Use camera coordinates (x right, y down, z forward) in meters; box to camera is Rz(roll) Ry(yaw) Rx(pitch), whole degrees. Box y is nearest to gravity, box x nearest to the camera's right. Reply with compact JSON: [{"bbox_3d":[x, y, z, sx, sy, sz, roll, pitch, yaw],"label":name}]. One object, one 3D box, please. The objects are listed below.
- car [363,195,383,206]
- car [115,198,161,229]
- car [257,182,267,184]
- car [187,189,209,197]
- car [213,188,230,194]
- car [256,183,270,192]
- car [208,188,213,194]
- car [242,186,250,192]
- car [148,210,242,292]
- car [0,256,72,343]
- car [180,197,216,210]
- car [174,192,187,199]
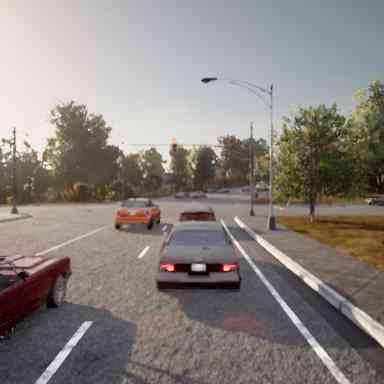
[{"bbox_3d":[23.658,1.024,40.786,4.718,1.301,1.895,-1,0,4],"label":"car"},{"bbox_3d":[-3.140,1.157,20.090,2.097,1.767,4.553,0,1,2],"label":"car"},{"bbox_3d":[20.016,-1.876,93.162,2.150,2.045,5.566,0,4,38],"label":"car"},{"bbox_3d":[1.288,0.679,65.832,1.994,1.385,4.181,0,2,21],"label":"car"},{"bbox_3d":[7.481,-0.158,79.740,1.895,1.301,4.718,0,4,26],"label":"car"},{"bbox_3d":[17.865,-0.736,83.772,1.895,1.301,4.718,0,4,33],"label":"car"},{"bbox_3d":[4.396,-0.173,81.395,1.895,1.301,4.718,0,4,26],"label":"car"},{"bbox_3d":[14.324,-0.750,84.697,2.128,1.511,4.902,0,4,33],"label":"car"},{"bbox_3d":[0.143,1.452,8.799,2.033,1.411,5.357,0,1,0],"label":"car"},{"bbox_3d":[-3.384,1.546,4.717,1.895,1.301,4.718,0,1,0],"label":"car"},{"bbox_3d":[0.329,1.295,18.545,1.882,1.535,5.008,0,0,2],"label":"car"},{"bbox_3d":[-1.912,0.639,67.335,2.033,1.411,5.357,0,2,21],"label":"car"}]
